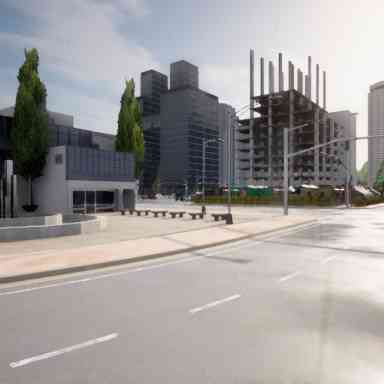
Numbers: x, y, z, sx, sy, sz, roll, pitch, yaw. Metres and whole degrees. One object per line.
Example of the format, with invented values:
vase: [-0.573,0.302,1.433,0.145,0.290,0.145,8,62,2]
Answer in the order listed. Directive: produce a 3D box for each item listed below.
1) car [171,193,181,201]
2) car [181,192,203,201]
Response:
car: [-2.353,1.156,76.699,1.905,1.878,3.866,0,0,37]
car: [-0.055,1.395,74.938,1.970,1.475,3.806,0,0,37]
